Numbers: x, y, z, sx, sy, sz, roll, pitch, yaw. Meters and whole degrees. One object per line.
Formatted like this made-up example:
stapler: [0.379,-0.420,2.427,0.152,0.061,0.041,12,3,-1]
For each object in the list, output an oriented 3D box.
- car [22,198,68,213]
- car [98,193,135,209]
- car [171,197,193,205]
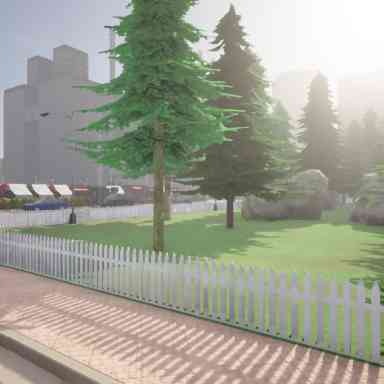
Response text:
car: [-16.542,1.478,37.612,1.882,1.535,5.008,0,0,34]
car: [-10.504,1.223,46.543,2.150,2.045,5.566,0,0,34]
car: [-1.757,1.418,59.334,2.097,1.767,4.553,0,0,34]
